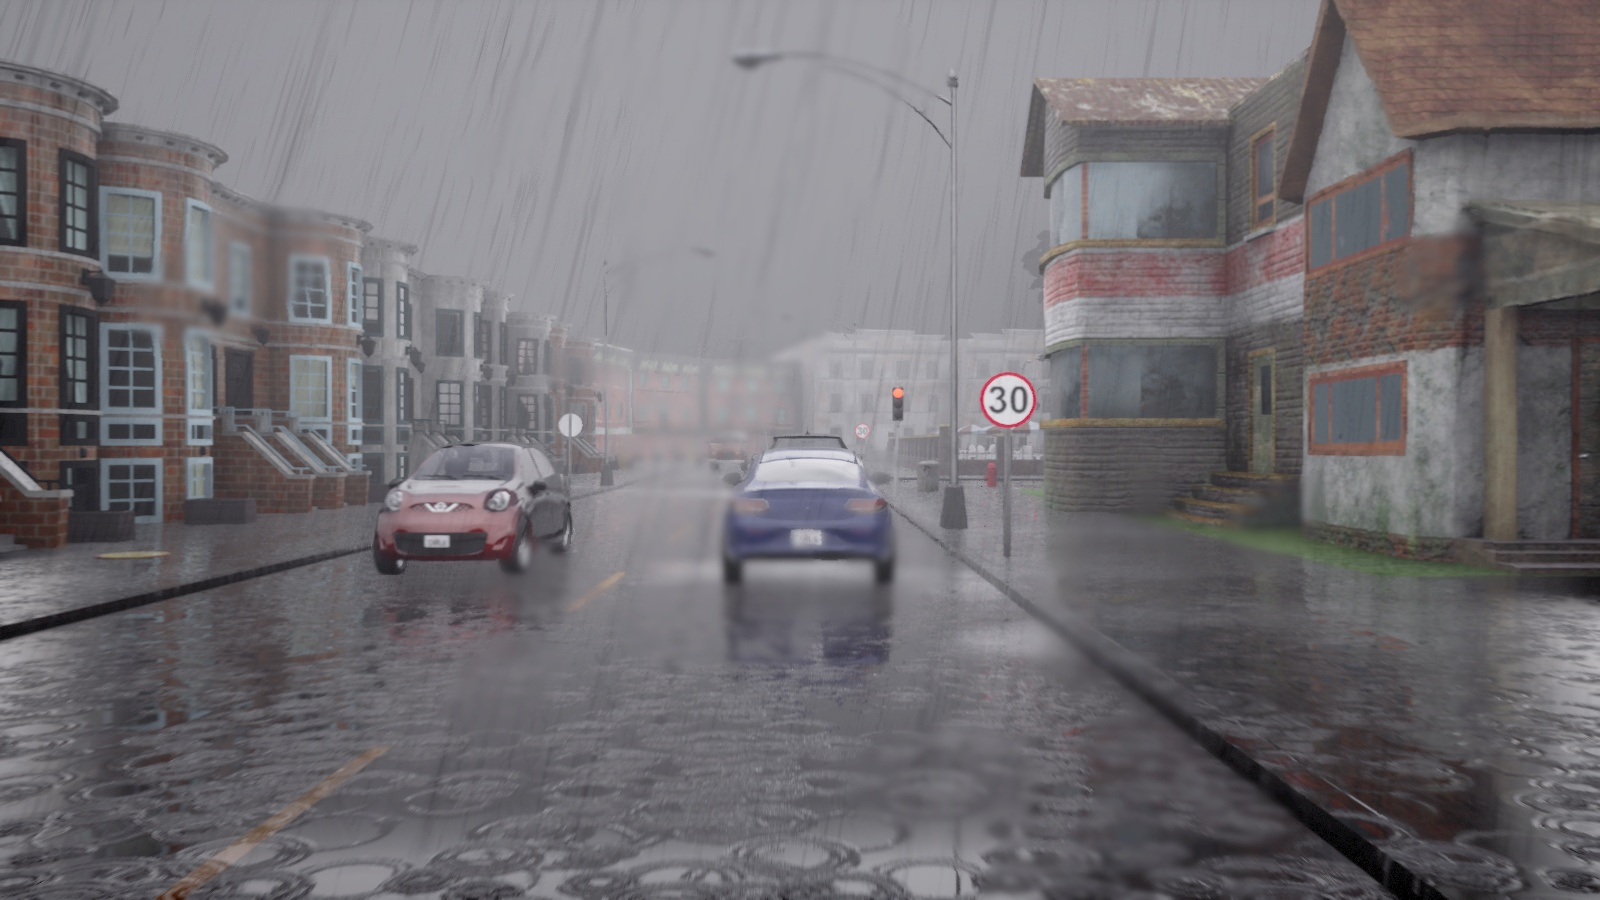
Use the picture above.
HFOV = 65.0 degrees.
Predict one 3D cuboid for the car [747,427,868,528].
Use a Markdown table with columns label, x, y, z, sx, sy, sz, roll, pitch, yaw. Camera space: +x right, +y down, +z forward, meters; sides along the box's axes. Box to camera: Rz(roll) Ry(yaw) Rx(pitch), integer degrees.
| label | x | y | z | sx | sy | sz | roll | pitch | yaw |
| --- | --- | --- | --- | --- | --- | --- | --- | --- | --- |
| car | 0.150 | 0.469 | 24.174 | 2.097 | 1.767 | 4.553 | 0 | 0 | 0 |

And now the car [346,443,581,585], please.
| label | x | y | z | sx | sy | sz | roll | pitch | yaw |
| --- | --- | --- | --- | --- | --- | --- | --- | --- | --- |
| car | -3.897 | 0.672 | 15.176 | 1.845 | 1.501 | 3.633 | 0 | 0 | 0 |

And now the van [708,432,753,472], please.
| label | x | y | z | sx | sy | sz | roll | pitch | yaw |
| --- | --- | --- | --- | --- | --- | --- | --- | --- | --- |
| van | -3.626 | 0.096 | 65.892 | 2.069 | 2.038 | 4.480 | 0 | 0 | 0 |

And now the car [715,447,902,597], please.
| label | x | y | z | sx | sy | sz | roll | pitch | yaw |
| --- | --- | --- | --- | --- | --- | --- | --- | --- | --- |
| car | 0.099 | 0.691 | 14.498 | 1.812 | 1.442 | 4.674 | 0 | 0 | 0 |
